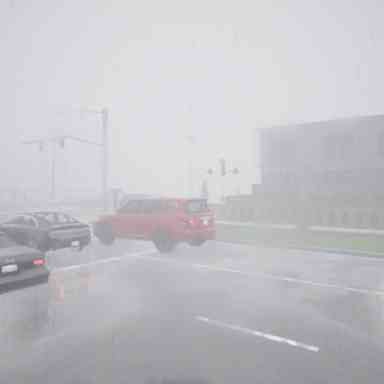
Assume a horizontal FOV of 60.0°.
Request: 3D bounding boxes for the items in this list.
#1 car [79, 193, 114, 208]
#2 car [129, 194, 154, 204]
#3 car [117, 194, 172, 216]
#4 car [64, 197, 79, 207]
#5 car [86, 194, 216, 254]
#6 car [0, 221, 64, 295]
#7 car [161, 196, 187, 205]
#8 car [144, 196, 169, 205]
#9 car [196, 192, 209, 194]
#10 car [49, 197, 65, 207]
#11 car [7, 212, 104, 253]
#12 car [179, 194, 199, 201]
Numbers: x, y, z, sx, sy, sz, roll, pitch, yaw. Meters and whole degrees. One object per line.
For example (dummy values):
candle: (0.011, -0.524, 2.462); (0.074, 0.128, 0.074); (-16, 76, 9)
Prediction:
car: (-12.745, 1.221, 47.709); (2.150, 2.045, 5.566); (0, 0, 36)
car: (-9.703, 1.352, 63.660); (2.097, 1.767, 4.553); (0, 0, 37)
car: (-4.645, 1.222, 33.389); (2.150, 2.045, 5.566); (0, 0, 39)
car: (-16.054, 1.564, 49.111); (1.994, 1.385, 4.181); (0, 0, 36)
car: (-1.655, 1.220, 13.787); (5.566, 2.045, 2.150); (0, 0, 36)
car: (-5.605, 1.548, 7.986); (5.357, 1.411, 2.033); (0, 0, 36)
car: (-3.265, 1.477, 60.642); (1.882, 1.535, 5.008); (0, 0, 37)
car: (-6.550, 1.503, 62.066); (1.837, 1.490, 4.892); (0, 1, 37)
car: (1.997, 1.076, 73.710); (2.150, 2.045, 5.566); (0, 0, 36)
car: (-19.363, 1.526, 50.527); (1.812, 1.442, 4.674); (0, 0, 37)
car: (-5.848, 1.492, 12.462); (4.902, 1.511, 2.128); (0, 0, 36)
car: (-0.652, 1.300, 76.018); (1.882, 1.535, 5.008); (0, 0, 36)
